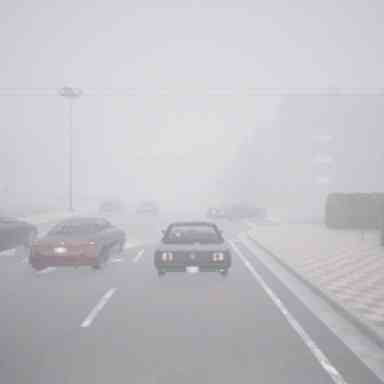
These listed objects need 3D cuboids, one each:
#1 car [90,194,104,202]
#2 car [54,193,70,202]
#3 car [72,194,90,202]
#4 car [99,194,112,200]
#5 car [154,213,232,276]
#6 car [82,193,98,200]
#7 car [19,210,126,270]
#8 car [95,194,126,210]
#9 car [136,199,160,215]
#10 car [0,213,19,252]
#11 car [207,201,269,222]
[{"bbox_3d":[-16.718,1.123,61.631,1.837,1.490,4.892,0,1,0],"label":"car"},{"bbox_3d":[-23.708,0.983,61.343,2.097,1.767,4.553,0,0,0],"label":"car"},{"bbox_3d":[-20.216,1.119,61.601,2.128,1.511,4.902,0,0,0],"label":"car"},{"bbox_3d":[-20.303,1.071,77.849,1.994,1.385,4.181,0,0,0],"label":"car"},{"bbox_3d":[0.015,1.535,10.076,1.895,1.301,4.718,0,0,0],"label":"car"},{"bbox_3d":[-23.802,1.064,77.626,2.033,1.411,5.357,0,0,0],"label":"car"},{"bbox_3d":[-3.483,1.497,10.825,1.994,1.385,4.181,0,0,0],"label":"car"},{"bbox_3d":[-7.590,1.278,32.103,1.882,1.535,5.008,0,0,-3],"label":"car"},{"bbox_3d":[-4.047,1.365,31.213,1.994,1.385,4.181,0,0,-2],"label":"car"},{"bbox_3d":[-6.994,1.426,11.246,2.128,1.511,4.902,0,0,0],"label":"car"},{"bbox_3d":[3.386,1.384,24.407,5.357,1.411,2.033,0,0,-43],"label":"car"}]
